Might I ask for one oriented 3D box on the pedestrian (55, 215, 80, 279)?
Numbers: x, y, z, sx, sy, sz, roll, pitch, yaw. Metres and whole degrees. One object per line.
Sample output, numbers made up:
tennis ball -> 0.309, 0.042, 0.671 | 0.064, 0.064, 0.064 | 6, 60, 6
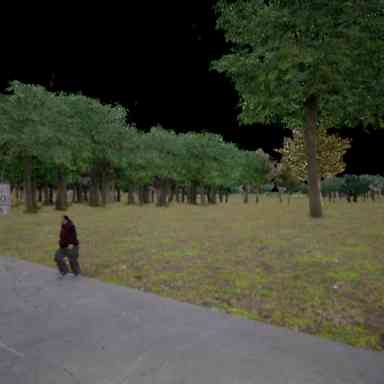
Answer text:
pedestrian -> -3.430, 1.470, 9.171 | 0.375, 1.860, 0.375 | -1, -1, 40
